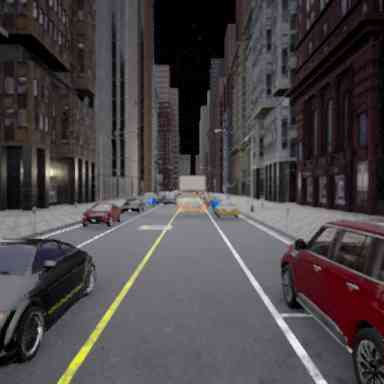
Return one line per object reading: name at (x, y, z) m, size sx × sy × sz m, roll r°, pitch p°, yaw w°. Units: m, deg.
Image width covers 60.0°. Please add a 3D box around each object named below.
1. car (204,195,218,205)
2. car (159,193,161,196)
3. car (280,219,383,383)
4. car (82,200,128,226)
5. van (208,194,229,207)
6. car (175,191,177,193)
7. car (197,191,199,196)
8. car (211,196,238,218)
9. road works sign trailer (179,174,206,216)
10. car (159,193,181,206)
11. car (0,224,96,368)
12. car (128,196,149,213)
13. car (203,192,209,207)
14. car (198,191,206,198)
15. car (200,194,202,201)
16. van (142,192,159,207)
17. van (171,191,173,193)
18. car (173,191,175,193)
car at (2.816, 1.172, 49.997) m, size 1.752 × 1.417 × 4.829 m, roll 0°, pitch 0°, yaw 0°
car at (-5.709, 1.214, 49.826) m, size 1.947 × 1.339 × 4.313 m, roll 0°, pitch 0°, yaw 0°
car at (2.765, 1.279, 4.737) m, size 2.192 × 1.841 × 5.009 m, roll 0°, pitch 0°, yaw 0°
car at (-5.741, 1.387, 21.643) m, size 1.887 × 1.381 × 4.507 m, roll 0°, pitch 0°, yaw 0°
van at (2.796, 1.105, 32.917) m, size 1.690 × 1.788 × 3.998 m, roll 0°, pitch 0°, yaw 0°
car at (-5.664, 0.820, 89.282) m, size 1.967 × 1.590 × 4.097 m, roll 0°, pitch 0°, yaw 0°
car at (2.848, 0.771, 78.007) m, size 2.192 × 1.841 × 5.009 m, roll 0°, pitch 0°, yaw 0°
car at (2.791, 1.327, 27.453) m, size 1.752 × 1.417 × 4.829 m, roll 0°, pitch 0°, yaw 0°
road works sign trailer at (0.033, 0.253, 29.230) m, size 2.380 × 3.560 × 2.880 m, roll 0°, pitch 0°, yaw 0°
car at (-3.034, 1.214, 47.160) m, size 2.033 × 1.411 × 5.357 m, roll 0°, pitch 0°, yaw 0°
car at (-3.095, 1.521, 5.654) m, size 1.994 × 1.385 × 4.181 m, roll 0°, pitch 0°, yaw 0°
car at (-5.728, 1.330, 32.916) m, size 1.947 × 1.339 × 4.313 m, roll 0°, pitch 0°, yaw 0°
car at (2.810, 1.127, 44.191) m, size 1.967 × 1.590 × 4.097 m, roll 0°, pitch 0°, yaw 0°
car at (2.835, 0.973, 66.735) m, size 1.967 × 1.590 × 4.097 m, roll 0°, pitch 0°, yaw 0°
car at (2.823, 1.161, 55.464) m, size 2.008 × 1.369 × 4.403 m, roll 0°, pitch 0°, yaw 0°
van at (-5.716, 1.028, 44.188) m, size 1.690 × 1.788 × 3.998 m, roll 0°, pitch 0°, yaw 0°
van at (-5.684, 0.836, 72.371) m, size 1.690 × 1.788 × 3.998 m, roll 0°, pitch 0°, yaw 0°
car at (-5.677, 0.897, 78.008) m, size 1.967 × 1.590 × 4.097 m, roll 0°, pitch 0°, yaw 0°
